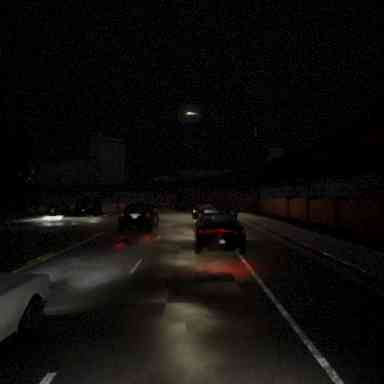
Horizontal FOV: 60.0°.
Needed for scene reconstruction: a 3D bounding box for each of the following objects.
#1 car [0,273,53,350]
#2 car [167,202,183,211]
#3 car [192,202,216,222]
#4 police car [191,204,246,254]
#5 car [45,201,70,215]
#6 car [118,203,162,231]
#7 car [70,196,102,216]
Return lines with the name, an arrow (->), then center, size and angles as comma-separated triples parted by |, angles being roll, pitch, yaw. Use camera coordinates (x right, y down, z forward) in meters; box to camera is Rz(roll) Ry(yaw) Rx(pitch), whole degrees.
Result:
car -> -3.398, 1.631, 3.788 | 1.895, 1.301, 4.718 | 0, 0, 0
car -> -2.673, 2.210, 50.606 | 1.895, 1.301, 4.718 | 0, -2, -13
car -> 0.987, 1.748, 30.286 | 1.837, 1.490, 4.892 | 0, 0, -2
police car -> 1.053, 1.537, 14.171 | 1.930, 1.638, 5.238 | 0, 0, 0
car -> -14.815, 1.776, 37.116 | 2.128, 1.511, 4.902 | 0, -1, -7
car -> -3.402, 1.523, 21.880 | 2.097, 1.767, 4.553 | 0, 0, 0
car -> -11.161, 1.498, 36.075 | 2.150, 2.045, 5.566 | 0, -1, -6
